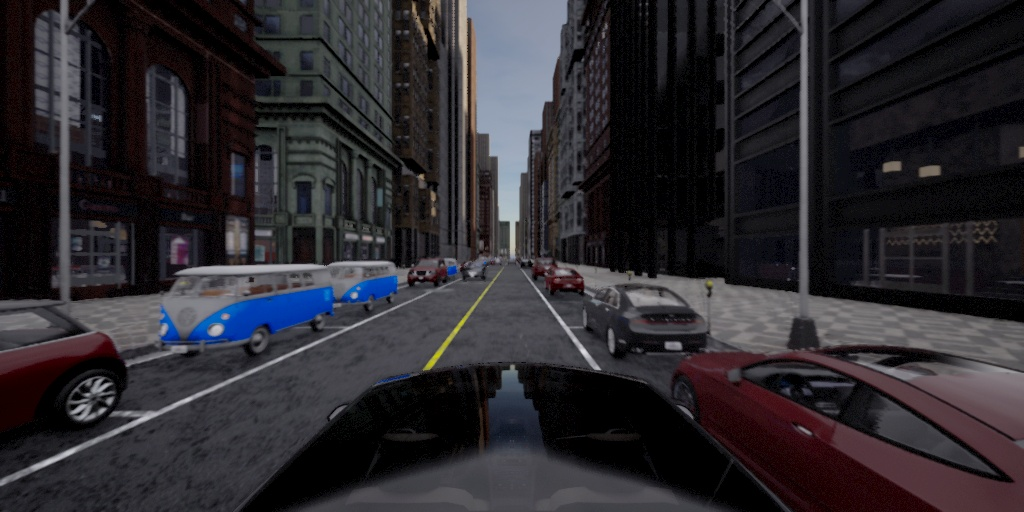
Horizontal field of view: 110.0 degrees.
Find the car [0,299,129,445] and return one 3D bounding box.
[{"bbox_3d":[-5.762,1.190,2.672,1.967,1.591,4.097,0,0,0],"label":"car"}]

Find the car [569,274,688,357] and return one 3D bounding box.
[{"bbox_3d":[2.763,1.301,8.325,2.007,1.370,4.403,0,0,0],"label":"car"}]

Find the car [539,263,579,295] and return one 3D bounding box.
[{"bbox_3d":[2.762,1.299,19.597,1.888,1.381,4.507,0,0,0],"label":"car"}]

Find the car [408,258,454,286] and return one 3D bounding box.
[{"bbox_3d":[-5.764,1.071,25.217,2.192,1.841,5.009,0,0,0],"label":"car"}]

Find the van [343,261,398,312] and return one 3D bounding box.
[{"bbox_3d":[-5.763,1.093,13.944,1.690,1.789,3.998,0,0,0],"label":"van"}]

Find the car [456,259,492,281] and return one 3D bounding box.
[{"bbox_3d":[-3.097,1.250,30.551,2.128,1.511,4.902,0,0,0],"label":"car"}]

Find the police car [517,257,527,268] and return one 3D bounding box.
[{"bbox_3d":[2.362,1.211,60.475,1.930,1.638,5.238,0,0,0],"label":"police car"}]

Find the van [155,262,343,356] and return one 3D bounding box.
[{"bbox_3d":[-5.762,1.092,8.308,1.690,1.789,3.998,0,0,0],"label":"van"}]

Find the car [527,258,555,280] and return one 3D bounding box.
[{"bbox_3d":[2.761,1.074,30.869,2.192,1.841,5.009,0,0,0],"label":"car"}]

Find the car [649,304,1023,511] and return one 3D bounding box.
[{"bbox_3d":[2.763,1.332,2.688,1.802,1.307,4.207,0,0,0],"label":"car"}]

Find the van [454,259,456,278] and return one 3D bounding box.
[{"bbox_3d":[-5.764,1.100,30.853,1.690,1.789,3.998,0,0,0],"label":"van"}]
